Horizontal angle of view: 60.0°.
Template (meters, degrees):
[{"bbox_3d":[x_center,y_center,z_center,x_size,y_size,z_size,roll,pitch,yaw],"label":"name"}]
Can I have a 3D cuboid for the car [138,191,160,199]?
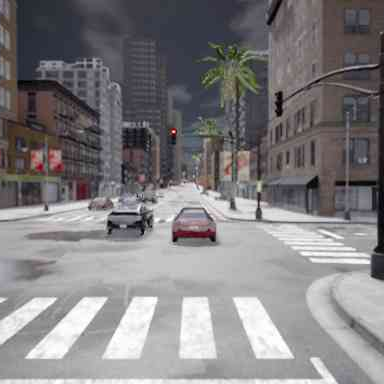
[{"bbox_3d":[-6.602,0.810,51.031,2.150,2.045,5.566,0,0,0],"label":"car"}]

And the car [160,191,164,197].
[{"bbox_3d":[-6.529,0.534,66.554,1.882,1.535,5.008,0,1,0],"label":"car"}]

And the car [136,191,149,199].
[{"bbox_3d":[-9.779,0.534,66.552,1.882,1.535,5.008,0,1,0],"label":"car"}]

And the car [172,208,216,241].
[{"bbox_3d":[0.089,1.438,15.987,1.994,1.385,4.181,0,1,0],"label":"car"}]

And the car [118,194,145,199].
[{"bbox_3d":[-6.612,1.237,36.210,1.812,1.442,4.674,0,1,0],"label":"car"}]

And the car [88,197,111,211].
[{"bbox_3d":[-9.861,1.237,36.238,1.812,1.442,4.674,0,1,0],"label":"car"}]

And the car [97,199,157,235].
[{"bbox_3d":[-3.155,1.339,17.709,2.128,1.511,4.902,1,0,0],"label":"car"}]
